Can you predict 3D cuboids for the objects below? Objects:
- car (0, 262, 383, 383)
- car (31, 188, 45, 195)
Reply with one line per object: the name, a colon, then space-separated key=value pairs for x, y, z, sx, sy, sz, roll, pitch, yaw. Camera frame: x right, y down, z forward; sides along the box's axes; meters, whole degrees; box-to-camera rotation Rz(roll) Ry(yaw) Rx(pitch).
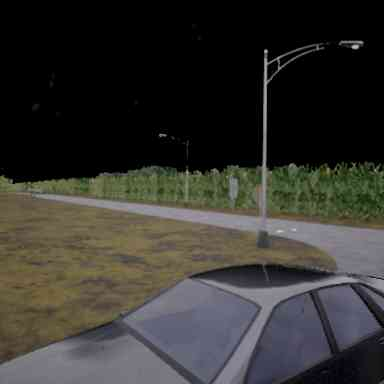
car: x=0.648 y=1.542 z=3.415 sx=5.357 sy=1.411 sz=2.033 roll=0 pitch=0 yaw=-35
car: x=-37.856 y=-0.123 z=82.824 sx=2.128 sy=1.511 sz=4.902 roll=0 pitch=1 yaw=-35
